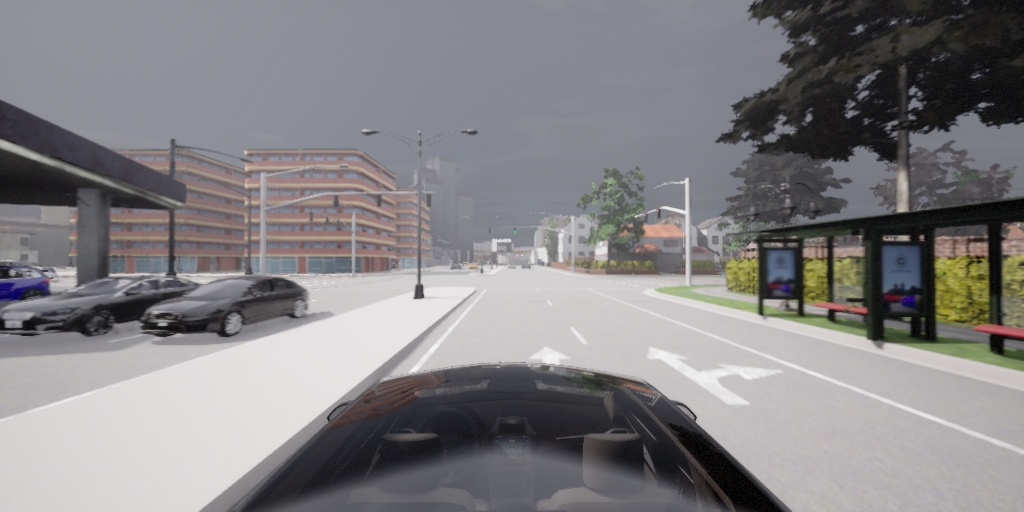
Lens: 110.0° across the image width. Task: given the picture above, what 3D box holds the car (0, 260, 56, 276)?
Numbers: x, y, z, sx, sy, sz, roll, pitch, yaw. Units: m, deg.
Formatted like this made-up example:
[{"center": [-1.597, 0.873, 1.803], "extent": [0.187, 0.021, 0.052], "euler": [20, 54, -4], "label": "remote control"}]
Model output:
[{"center": [-46.340, 1.386, 33.473], "extent": [5.566, 2.045, 2.150], "euler": [0, -1, -1], "label": "car"}]

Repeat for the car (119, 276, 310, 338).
[{"center": [-8.068, 1.375, 10.731], "extent": [1.837, 1.490, 4.892], "euler": [0, -1, 0], "label": "car"}]

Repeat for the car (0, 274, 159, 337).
[{"center": [-11.568, 1.361, 10.797], "extent": [2.128, 1.511, 4.902], "euler": [0, -1, 0], "label": "car"}]
